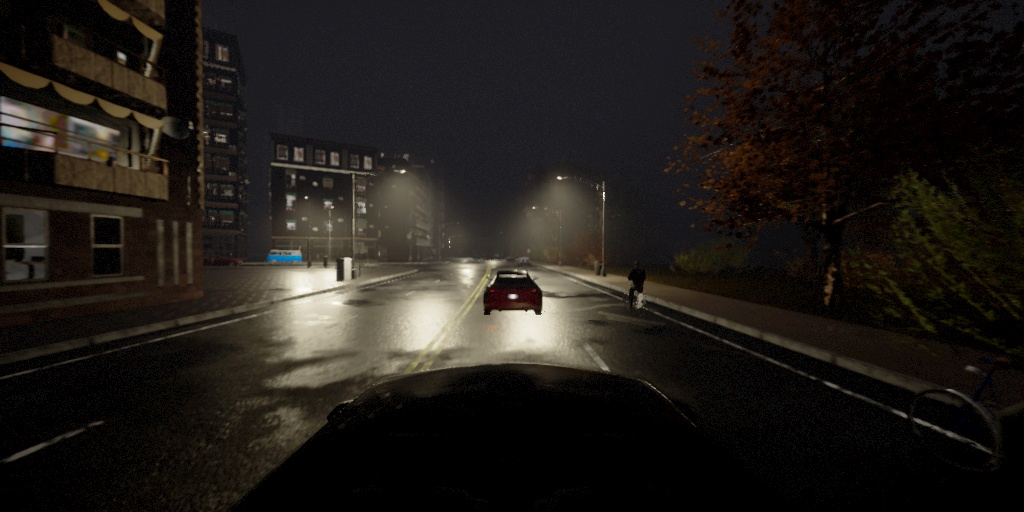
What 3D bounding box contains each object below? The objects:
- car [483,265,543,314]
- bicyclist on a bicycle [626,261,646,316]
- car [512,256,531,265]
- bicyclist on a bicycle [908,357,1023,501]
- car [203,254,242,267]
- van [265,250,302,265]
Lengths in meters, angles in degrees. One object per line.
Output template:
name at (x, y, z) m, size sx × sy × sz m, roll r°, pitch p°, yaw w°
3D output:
car at (0.009, 1.205, 13.127) m, size 1.994 × 1.385 × 4.181 m, roll 0°, pitch 1°, yaw -1°
bicyclist on a bicycle at (4.074, 1.029, 11.897) m, size 0.659 × 1.776 × 1.843 m, roll 0°, pitch 1°, yaw -1°
car at (1.656, 0.808, 51.633) m, size 2.033 × 1.411 × 5.357 m, roll 0°, pitch 1°, yaw -4°
bicyclist on a bicycle at (4.124, 1.116, 2.821) m, size 0.659 × 1.776 × 1.843 m, roll 0°, pitch 1°, yaw 0°
car at (-29.425, 0.496, 35.614) m, size 4.207 × 1.307 × 1.802 m, roll 0°, pitch 0°, yaw -32°
van at (-29.036, 0.179, 45.762) m, size 3.998 × 1.789 × 1.690 m, roll 0°, pitch 0°, yaw -32°
